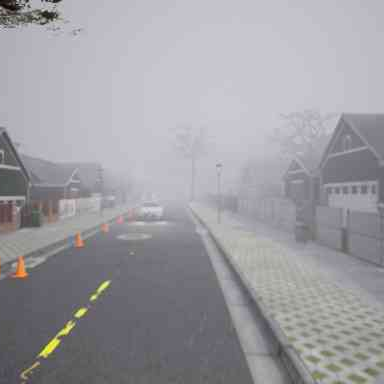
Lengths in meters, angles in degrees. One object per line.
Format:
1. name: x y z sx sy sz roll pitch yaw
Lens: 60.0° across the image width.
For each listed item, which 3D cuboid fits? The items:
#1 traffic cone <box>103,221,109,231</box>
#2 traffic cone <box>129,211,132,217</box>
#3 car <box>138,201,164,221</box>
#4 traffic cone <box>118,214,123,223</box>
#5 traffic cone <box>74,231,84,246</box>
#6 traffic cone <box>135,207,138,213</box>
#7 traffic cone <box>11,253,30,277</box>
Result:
1. traffic cone: -4.868 1.903 18.805 0.340 0.580 0.340 0 0 -2
2. traffic cone: -5.353 1.871 28.761 0.340 0.580 0.340 0 0 -3
3. car: -3.219 1.449 26.602 1.812 1.442 4.674 0 0 -3
4. traffic cone: -5.092 1.889 23.775 0.340 0.580 0.340 0 0 -3
5. traffic cone: -4.693 1.916 13.833 0.340 0.580 0.340 0 0 -2
6. traffic cone: -5.617 1.853 33.755 0.340 0.580 0.340 0 0 -3
7. traffic cone: -4.569 1.930 8.859 0.340 0.580 0.340 0 0 -1
